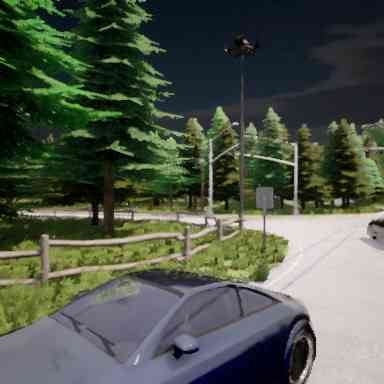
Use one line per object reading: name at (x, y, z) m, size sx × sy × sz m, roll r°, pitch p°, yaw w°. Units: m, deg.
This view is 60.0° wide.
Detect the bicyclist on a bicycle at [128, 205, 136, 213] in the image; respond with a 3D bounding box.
bicyclist on a bicycle at (-6.655, 1.648, 37.198) m, size 0.582 × 1.620 × 1.656 m, roll 0°, pitch 0°, yaw 22°

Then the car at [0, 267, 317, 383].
car at (-0.377, 1.602, 3.541) m, size 4.181 × 1.385 × 1.994 m, roll 1°, pitch -1°, yaw -45°

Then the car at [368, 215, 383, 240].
car at (9.911, 1.727, 15.789) m, size 2.128 × 1.511 × 4.902 m, roll 0°, pitch -1°, yaw 13°
